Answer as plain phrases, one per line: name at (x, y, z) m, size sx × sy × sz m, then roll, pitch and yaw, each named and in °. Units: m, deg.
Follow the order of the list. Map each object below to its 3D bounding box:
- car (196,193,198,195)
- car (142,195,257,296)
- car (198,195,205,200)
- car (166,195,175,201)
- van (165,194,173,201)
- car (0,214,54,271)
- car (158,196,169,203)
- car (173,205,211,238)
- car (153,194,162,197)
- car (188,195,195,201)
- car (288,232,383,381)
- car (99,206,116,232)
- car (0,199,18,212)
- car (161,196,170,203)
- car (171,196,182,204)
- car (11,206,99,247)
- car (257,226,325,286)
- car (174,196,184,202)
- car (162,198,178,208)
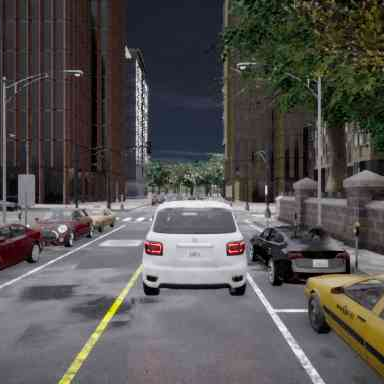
car at (-0.046, 1.551, 78.655) m, size 1.812 × 1.442 × 4.674 m, roll 0°, pitch 0°, yaw 0°
car at (0.061, 1.222, 8.799) m, size 2.150 × 2.045 × 5.566 m, roll 0°, pitch 0°, yaw 0°
car at (2.706, 1.564, 95.761) m, size 1.752 × 1.417 × 4.829 m, roll 0°, pitch 0°, yaw 0°
car at (-5.816, 1.585, 90.149) m, size 2.008 × 1.369 × 4.403 m, roll 0°, pitch 0°, yaw 0°
van at (-5.813, 1.372, 84.711) m, size 1.690 × 1.788 × 3.998 m, roll 0°, pitch 0°, yaw 0°
car at (-5.770, 1.545, 9.201) m, size 1.887 × 1.381 × 4.507 m, roll 0°, pitch 0°, yaw 0°
car at (-5.803, 1.602, 68.398) m, size 1.802 × 1.307 × 4.206 m, roll 0°, pitch 0°, yaw 0°
car at (0.013, 1.527, 18.444) m, size 1.812 × 1.442 × 4.674 m, roll 0°, pitch 0°, yaw 1°
car at (-5.798, 1.329, 57.523) m, size 2.192 × 1.841 × 5.009 m, roll 0°, pitch 0°, yaw 0°
car at (-0.052, 1.534, 88.561) m, size 1.837 × 1.490 × 4.892 m, roll 0°, pitch 0°, yaw 0°
car at (2.758, 1.525, 3.921) m, size 1.752 × 1.417 × 4.829 m, roll 0°, pitch 0°, yaw 0°
car at (-5.776, 1.527, 19.945) m, size 1.752 × 1.417 × 4.829 m, roll 0°, pitch 0°, yaw 0°
car at (-19.190, 1.203, 31.510) m, size 5.357 × 1.411 × 2.033 m, roll 1°, pitch 0°, yaw -5°
car at (-5.807, 1.549, 73.666) m, size 1.752 × 1.417 × 4.829 m, roll 0°, pitch 0°, yaw 0°
car at (-3.061, 1.583, 66.956) m, size 1.994 × 1.385 × 4.181 m, roll 0°, pitch 0°, yaw 1°
car at (-5.773, 1.441, 14.659) m, size 1.967 × 1.590 × 4.097 m, roll 0°, pitch 0°, yaw 0°
car at (2.755, 1.566, 9.208) m, size 1.947 × 1.339 × 4.313 m, roll 0°, pitch 0°, yaw 0°
car at (-3.045, 1.559, 77.295) m, size 2.033 × 1.411 × 5.357 m, roll 0°, pitch 0°, yaw 0°
car at (-3.124, 1.574, 48.086) m, size 1.994 × 1.385 × 4.181 m, roll 0°, pitch 0°, yaw 0°
